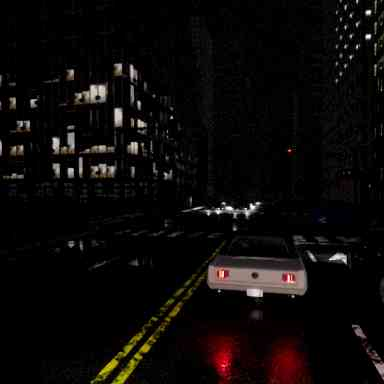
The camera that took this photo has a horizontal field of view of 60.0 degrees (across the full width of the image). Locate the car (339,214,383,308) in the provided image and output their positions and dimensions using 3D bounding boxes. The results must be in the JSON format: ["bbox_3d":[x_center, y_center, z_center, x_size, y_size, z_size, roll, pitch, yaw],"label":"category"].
[{"bbox_3d":[4.854,1.501,7.468,1.837,1.490,4.892,0,0,13],"label":"car"}]

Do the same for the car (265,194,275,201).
[{"bbox_3d":[18.889,1.287,80.520,2.128,1.511,4.902,0,0,13],"label":"car"}]

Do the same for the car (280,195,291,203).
[{"bbox_3d":[19.641,1.475,69.633,2.033,1.411,5.357,0,0,13],"label":"car"}]

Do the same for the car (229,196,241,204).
[{"bbox_3d":[8.460,1.460,64.937,1.837,1.490,4.892,0,0,14],"label":"car"}]

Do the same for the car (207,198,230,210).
[{"bbox_3d":[3.227,1.524,43.204,2.033,1.411,5.357,0,0,13],"label":"car"}]

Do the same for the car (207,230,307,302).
[{"bbox_3d":[1.726,1.597,8.377,1.895,1.301,4.718,0,0,14],"label":"car"}]

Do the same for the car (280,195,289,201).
[{"bbox_3d":[22.058,1.356,79.797,1.895,1.301,4.718,0,0,13],"label":"car"}]

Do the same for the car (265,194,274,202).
[{"bbox_3d":[16.582,1.531,70.821,1.895,1.301,4.718,0,0,13],"label":"car"}]

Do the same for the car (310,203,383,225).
[{"bbox_3d":[10.908,1.539,23.223,5.008,1.535,1.882,1,2,35],"label":"car"}]

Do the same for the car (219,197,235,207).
[{"bbox_3d":[5.579,1.568,53.065,1.895,1.301,4.718,0,0,13],"label":"car"}]

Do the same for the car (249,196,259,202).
[{"bbox_3d":[13.520,1.534,71.996,1.895,1.301,4.718,0,0,13],"label":"car"}]

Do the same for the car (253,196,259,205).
[{"bbox_3d":[9.864,1.451,57.000,2.128,1.511,4.902,0,0,13],"label":"car"}]

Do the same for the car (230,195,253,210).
[{"bbox_3d":[6.367,1.502,42.337,1.812,1.442,4.674,0,0,13],"label":"car"}]

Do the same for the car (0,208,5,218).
[{"bbox_3d":[-17.261,1.435,26.748,4.313,1.339,1.947,1,1,15],"label":"car"}]
